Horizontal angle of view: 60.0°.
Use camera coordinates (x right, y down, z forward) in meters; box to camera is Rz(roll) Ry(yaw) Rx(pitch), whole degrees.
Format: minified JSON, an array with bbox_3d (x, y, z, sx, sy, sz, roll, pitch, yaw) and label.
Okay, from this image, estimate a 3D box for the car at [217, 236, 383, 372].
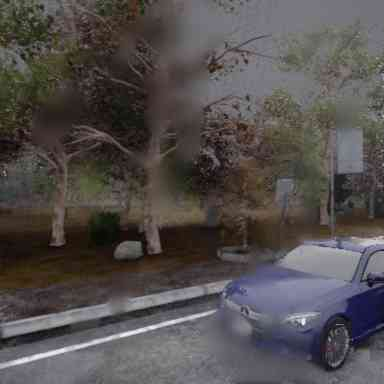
[{"bbox_3d":[2.581,1.566,5.830,4.674,1.442,1.812,1,0,-35],"label":"car"}]
